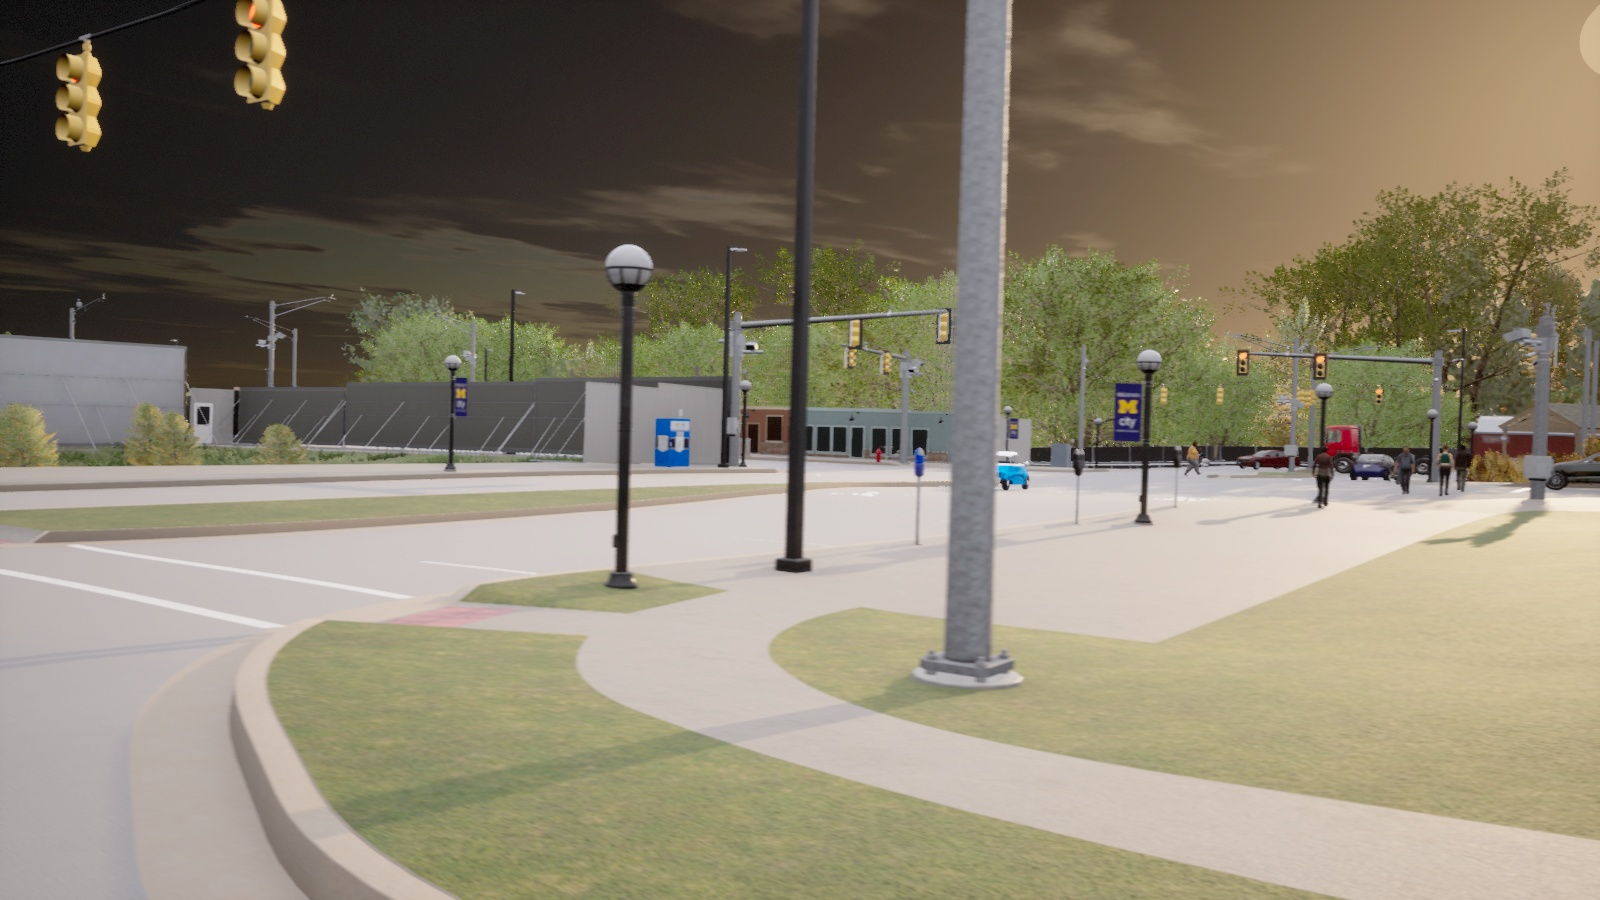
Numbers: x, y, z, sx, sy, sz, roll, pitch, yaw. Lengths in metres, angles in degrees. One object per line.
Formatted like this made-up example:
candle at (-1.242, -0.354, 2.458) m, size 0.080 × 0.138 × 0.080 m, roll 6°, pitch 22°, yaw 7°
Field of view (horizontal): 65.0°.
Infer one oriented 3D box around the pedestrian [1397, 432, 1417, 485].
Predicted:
pedestrian at (21.903, 0.298, 45.317) m, size 0.540 × 1.848 × 0.694 m, roll 2°, pitch 2°, yaw 31°

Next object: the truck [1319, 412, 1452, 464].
truck at (40.412, -0.786, 86.838) m, size 7.936 × 3.462 × 2.891 m, roll -1°, pitch 0°, yaw 35°

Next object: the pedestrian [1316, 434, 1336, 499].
pedestrian at (14.921, 0.457, 35.639) m, size 0.328 × 1.805 × 0.869 m, roll 2°, pitch 2°, yaw 33°

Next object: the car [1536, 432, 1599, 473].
car at (32.682, 0.079, 50.648) m, size 5.027 × 1.651 × 2.152 m, roll -1°, pitch 1°, yaw 34°

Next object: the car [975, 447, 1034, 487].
car at (7.373, 0.594, 45.103) m, size 1.481 × 1.376 × 2.207 m, roll 1°, pitch 1°, yaw 27°

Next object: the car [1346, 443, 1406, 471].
car at (31.732, 0.401, 69.090) m, size 2.163 × 1.488 × 4.792 m, roll 0°, pitch -1°, yaw 35°

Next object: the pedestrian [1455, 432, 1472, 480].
pedestrian at (25.494, 0.226, 48.288) m, size 0.431 × 1.840 × 0.703 m, roll 1°, pitch 2°, yaw 19°

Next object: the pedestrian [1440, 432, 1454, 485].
pedestrian at (23.016, 0.295, 44.689) m, size 0.345 × 1.836 × 0.594 m, roll 2°, pitch 2°, yaw 33°

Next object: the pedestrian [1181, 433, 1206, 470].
pedestrian at (20.407, 0.068, 65.107) m, size 0.900 × 1.855 × 0.874 m, roll 2°, pitch 2°, yaw 41°
